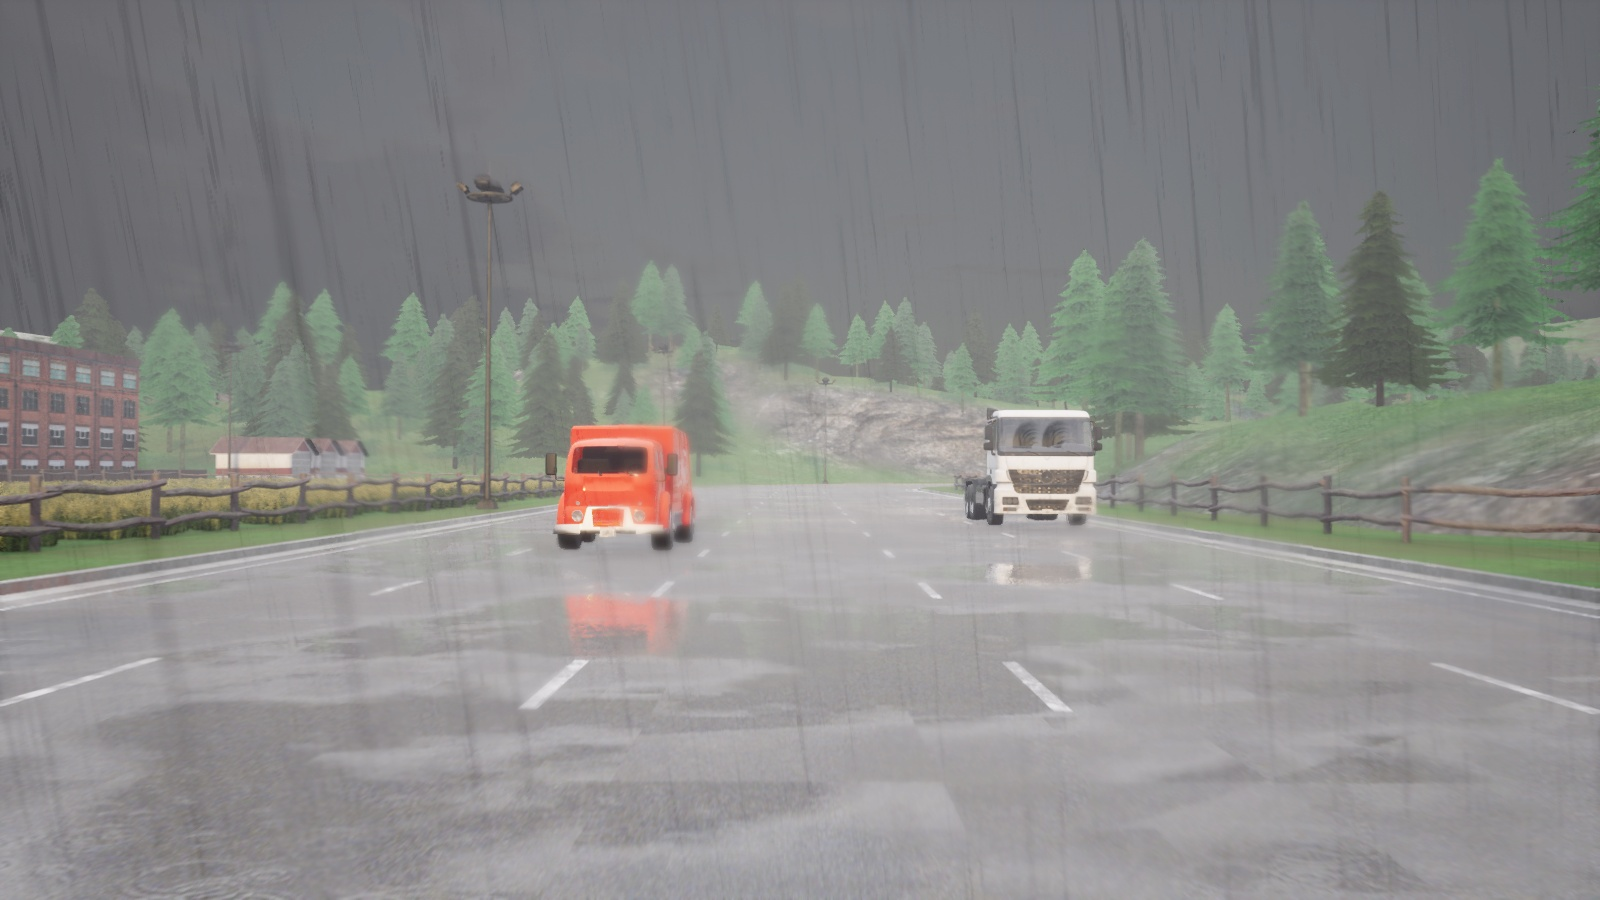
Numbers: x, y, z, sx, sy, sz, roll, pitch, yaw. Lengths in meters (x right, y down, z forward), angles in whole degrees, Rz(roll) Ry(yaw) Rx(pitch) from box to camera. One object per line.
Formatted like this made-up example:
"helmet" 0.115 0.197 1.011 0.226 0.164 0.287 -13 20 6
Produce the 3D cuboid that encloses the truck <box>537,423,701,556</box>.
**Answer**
"truck" -3.565 0.776 25.906 2.627 2.467 5.204 0 -1 0

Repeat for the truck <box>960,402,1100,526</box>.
"truck" 6.909 0.457 38.958 2.891 3.462 7.936 0 -1 0
